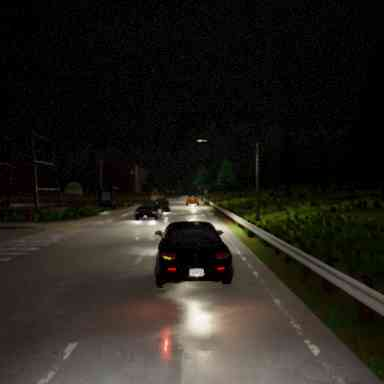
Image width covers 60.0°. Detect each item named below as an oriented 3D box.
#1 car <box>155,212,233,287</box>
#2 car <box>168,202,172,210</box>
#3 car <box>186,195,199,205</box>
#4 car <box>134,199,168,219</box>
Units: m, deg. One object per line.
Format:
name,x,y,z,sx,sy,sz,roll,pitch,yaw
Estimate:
car,-0.053,1.521,9.261,1.812,1.442,4.674,0,0,-4
car,-3.554,1.508,38.856,1.812,1.442,4.674,0,0,0
car,0.099,1.326,57.453,2.097,1.767,4.553,0,0,0
car,-3.617,1.534,28.740,2.033,1.411,5.357,0,0,1
